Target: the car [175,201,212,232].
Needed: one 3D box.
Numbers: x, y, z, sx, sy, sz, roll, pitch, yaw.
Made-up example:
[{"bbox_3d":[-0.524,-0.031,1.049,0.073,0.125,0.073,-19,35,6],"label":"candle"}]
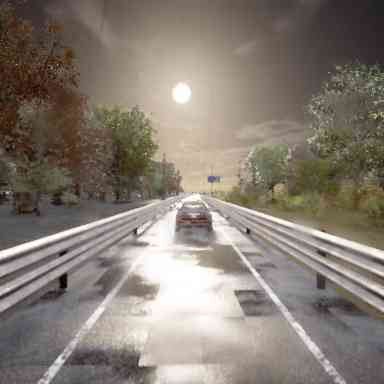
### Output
[{"bbox_3d":[0.100,1.356,20.374,2.097,1.767,4.553,0,0,0],"label":"car"}]
